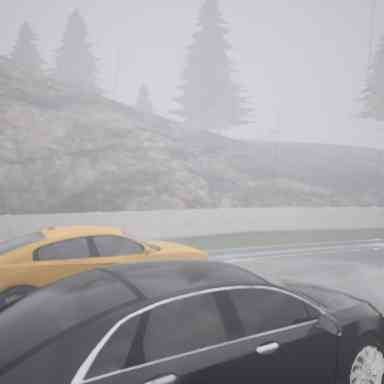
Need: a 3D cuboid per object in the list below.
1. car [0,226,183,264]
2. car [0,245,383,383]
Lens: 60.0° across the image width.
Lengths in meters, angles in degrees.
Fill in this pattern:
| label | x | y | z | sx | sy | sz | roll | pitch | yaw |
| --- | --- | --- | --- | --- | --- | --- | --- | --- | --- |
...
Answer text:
| label | x | y | z | sx | sy | sz | roll | pitch | yaw |
| --- | --- | --- | --- | --- | --- | --- | --- | --- | --- |
| car | -1.906 | 1.413 | 6.589 | 5.008 | 1.535 | 1.882 | 0 | 0 | -33 |
| car | 0.108 | 1.479 | 3.414 | 4.892 | 1.490 | 1.837 | 0 | 0 | -33 |
